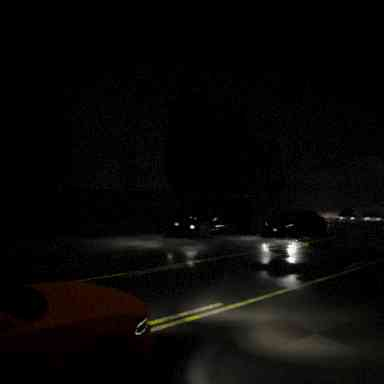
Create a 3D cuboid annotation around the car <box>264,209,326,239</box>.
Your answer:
[{"bbox_3d":[5.865,1.695,18.548,4.674,1.442,1.812,2,-1,-45],"label":"car"}]

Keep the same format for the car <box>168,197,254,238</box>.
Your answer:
[{"bbox_3d":[1.232,1.329,18.872,5.566,2.045,2.150,1,-1,-43],"label":"car"}]

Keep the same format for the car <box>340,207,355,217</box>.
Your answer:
[{"bbox_3d":[24.701,3.243,52.890,1.837,1.490,4.892,1,-2,21],"label":"car"}]

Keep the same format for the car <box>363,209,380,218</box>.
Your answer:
[{"bbox_3d":[28.584,3.445,53.063,1.895,1.301,4.718,1,-2,20],"label":"car"}]

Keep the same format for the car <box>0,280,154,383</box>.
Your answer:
[{"bbox_3d":[-2.758,1.489,3.166,5.008,1.535,1.882,0,0,-36],"label":"car"}]
